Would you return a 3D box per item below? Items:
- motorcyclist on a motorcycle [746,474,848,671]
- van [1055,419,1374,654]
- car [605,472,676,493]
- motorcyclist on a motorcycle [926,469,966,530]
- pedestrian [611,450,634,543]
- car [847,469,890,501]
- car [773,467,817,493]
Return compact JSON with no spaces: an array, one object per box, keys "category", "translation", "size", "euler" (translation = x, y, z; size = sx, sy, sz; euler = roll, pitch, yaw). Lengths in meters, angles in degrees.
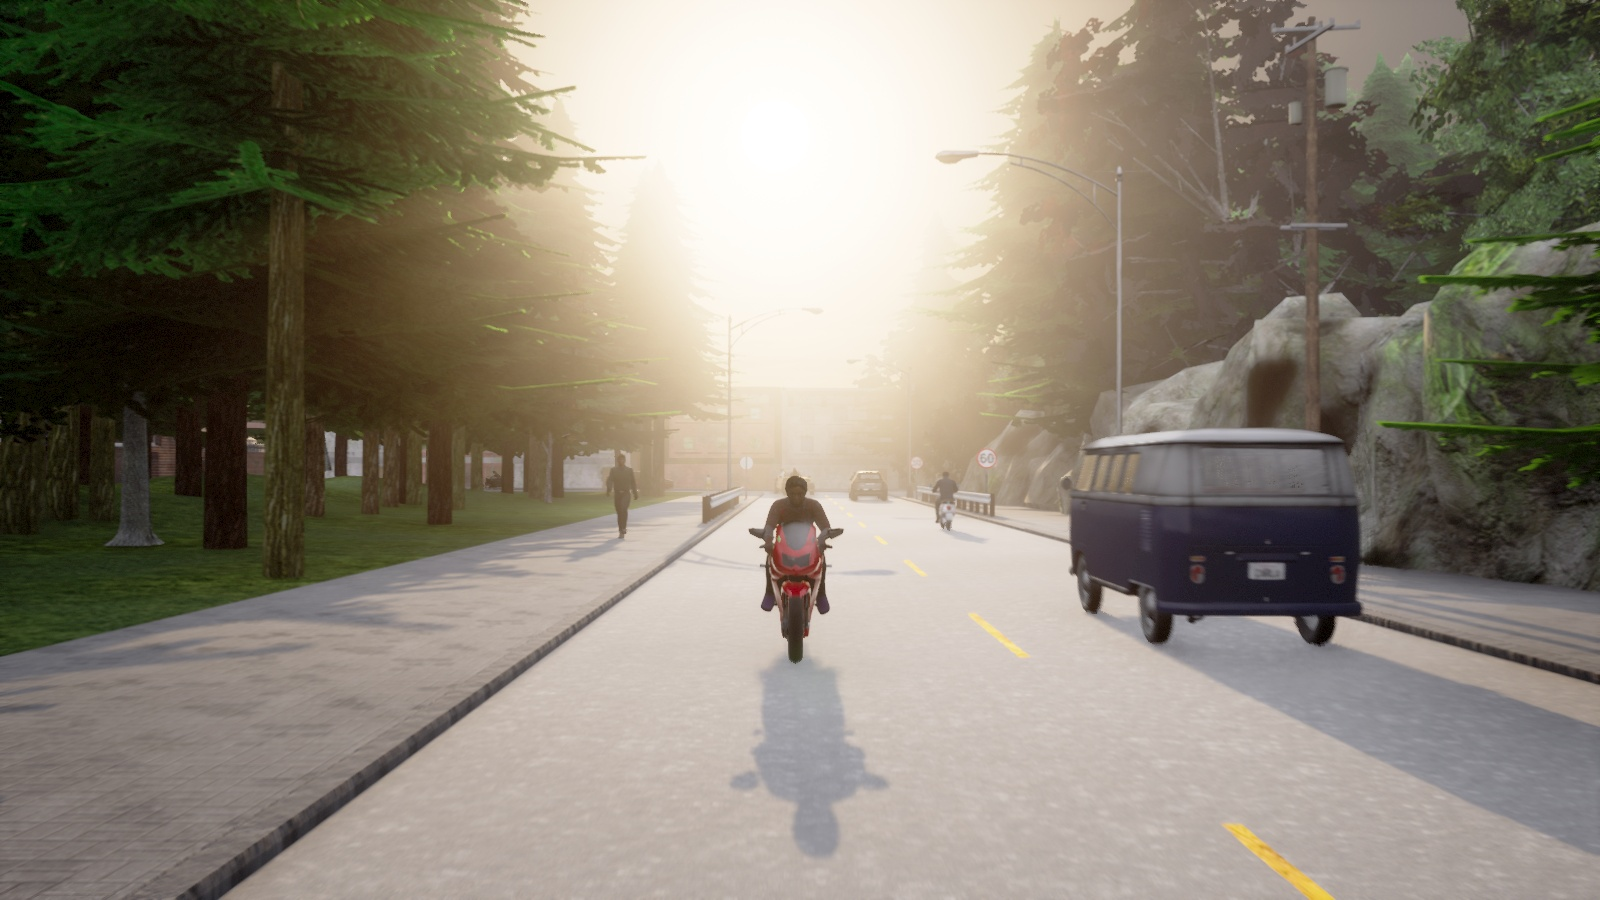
[{"category":"motorcyclist on a motorcycle","translation":[-0.026,0.978,10.861],"size":[0.797,1.523,2.044],"euler":[0,-1,0]},{"category":"van","translation":[3.969,0.767,12.872],"size":[1.775,1.987,4.442],"euler":[0,-1,0]},{"category":"car","translation":[-11.687,2.384,92.303],"size":[5.008,1.535,1.882],"euler":[0,-1,0]},{"category":"motorcyclist on a motorcycle","translation":[3.920,1.319,33.831],"size":[0.866,1.590,1.817],"euler":[0,-1,0]},{"category":"pedestrian","translation":[-3.760,0.986,26.670],"size":[0.423,1.949,0.788],"euler":[0,-1,-4]},{"category":"car","translation":[3.713,1.881,68.790],"size":[2.033,1.649,4.856],"euler":[0,-1,0]},{"category":"car","translation":[-0.395,1.994,83.587],"size":[2.152,1.651,5.027],"euler":[0,-1,-10]}]
